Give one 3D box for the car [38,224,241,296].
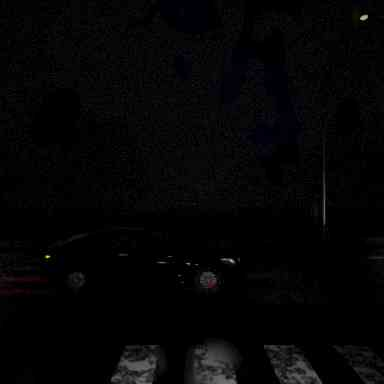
[{"bbox_3d":[-1.194,1.516,7.997,4.674,1.442,1.812,0,0,1],"label":"car"}]
